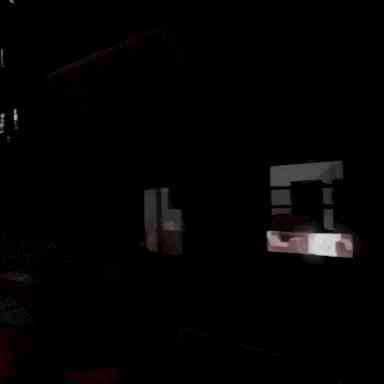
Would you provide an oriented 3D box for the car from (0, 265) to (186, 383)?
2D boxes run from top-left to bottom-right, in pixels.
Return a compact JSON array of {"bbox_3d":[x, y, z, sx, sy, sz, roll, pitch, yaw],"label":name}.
[{"bbox_3d":[-1.949,1.592,4.136,4.206,1.307,1.802,0,-2,36],"label":"car"}]

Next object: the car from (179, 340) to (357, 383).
[{"bbox_3d":[2.414,1.522,1.025,4.829,1.417,1.752,0,-2,36],"label":"car"}]
